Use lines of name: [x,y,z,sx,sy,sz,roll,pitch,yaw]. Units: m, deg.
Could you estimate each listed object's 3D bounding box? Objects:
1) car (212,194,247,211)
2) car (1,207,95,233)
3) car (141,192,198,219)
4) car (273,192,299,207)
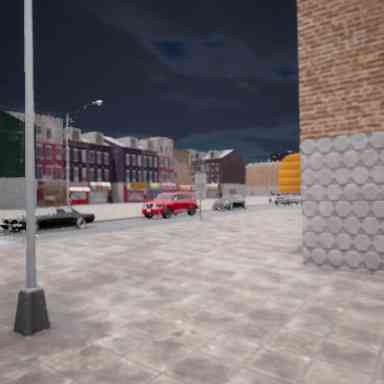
car: [4.000,1.050,35.443,2.097,1.767,4.553,-2,0,36]
car: [-7.885,1.523,18.583,1.895,1.301,4.718,-2,0,35]
car: [-1.705,1.028,27.367,2.150,2.045,5.566,-2,0,35]
car: [11.926,1.017,41.669,2.128,1.511,4.902,-2,0,36]
